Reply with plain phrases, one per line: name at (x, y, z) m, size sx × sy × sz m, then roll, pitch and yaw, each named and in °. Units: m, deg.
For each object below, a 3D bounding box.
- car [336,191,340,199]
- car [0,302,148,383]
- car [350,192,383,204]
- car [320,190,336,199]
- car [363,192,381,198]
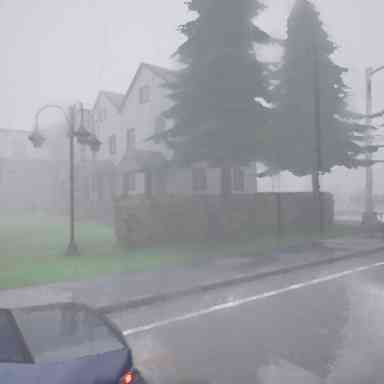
car at (30.164, 0.564, 73.195) m, size 1.932 × 1.855 × 4.605 m, roll -1°, pitch 0°, yaw -36°
car at (-2.916, 1.558, 1.909) m, size 5.357 × 1.411 × 2.033 m, roll -1°, pitch 0°, yaw -35°
car at (25.257, 0.713, 47.750) m, size 1.932 × 1.855 × 4.605 m, roll -1°, pitch 0°, yaw -36°
car at (28.046, 0.566, 71.164) m, size 1.905 × 1.878 × 3.866 m, roll -1°, pitch 0°, yaw -36°
car at (45.335, 0.692, 83.933) m, size 1.845 × 1.501 × 3.633 m, roll -1°, pitch 0°, yaw -36°
